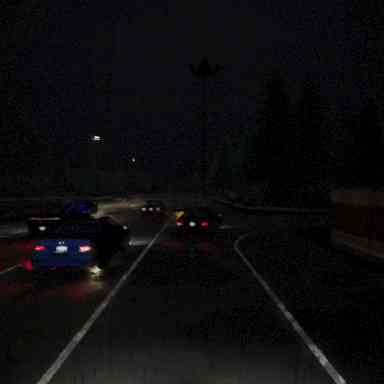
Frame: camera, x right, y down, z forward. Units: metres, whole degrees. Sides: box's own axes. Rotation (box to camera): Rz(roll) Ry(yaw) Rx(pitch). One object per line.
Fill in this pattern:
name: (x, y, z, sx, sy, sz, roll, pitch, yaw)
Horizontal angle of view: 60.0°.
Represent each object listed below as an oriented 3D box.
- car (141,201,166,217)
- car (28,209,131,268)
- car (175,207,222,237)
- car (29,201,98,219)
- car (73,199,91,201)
car: (-3.418, 1.494, 30.267, 2.033, 1.411, 5.357, 0, 0, 0)
car: (-3.408, 1.527, 11.212, 2.033, 1.411, 5.357, 0, 0, 0)
car: (0.446, 1.516, 17.762, 2.033, 1.411, 5.357, 0, 0, 10)
car: (-6.910, 1.460, 17.781, 2.128, 1.511, 4.902, 0, 0, 0)
car: (-10.420, 1.421, 31.778, 1.882, 1.535, 5.008, 0, 0, 0)
